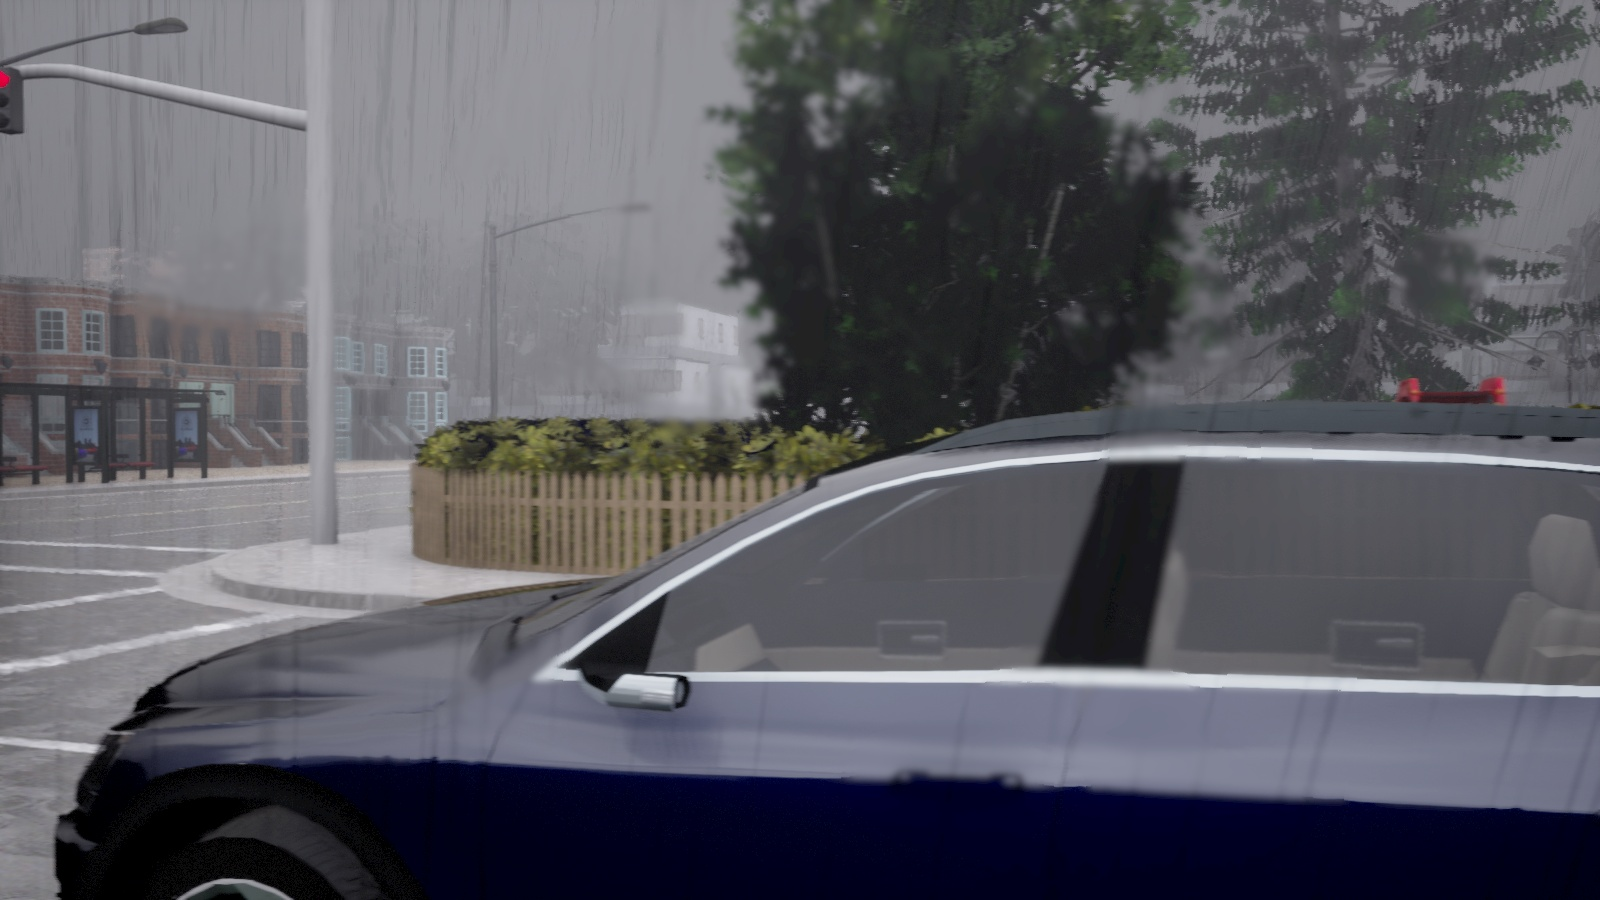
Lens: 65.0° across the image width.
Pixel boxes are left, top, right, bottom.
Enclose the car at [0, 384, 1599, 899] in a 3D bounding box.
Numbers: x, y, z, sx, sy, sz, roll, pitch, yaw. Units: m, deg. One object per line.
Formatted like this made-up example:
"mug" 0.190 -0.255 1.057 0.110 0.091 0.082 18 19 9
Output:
"car" 0.544 0.711 3.009 4.856 1.649 2.033 1 1 19
